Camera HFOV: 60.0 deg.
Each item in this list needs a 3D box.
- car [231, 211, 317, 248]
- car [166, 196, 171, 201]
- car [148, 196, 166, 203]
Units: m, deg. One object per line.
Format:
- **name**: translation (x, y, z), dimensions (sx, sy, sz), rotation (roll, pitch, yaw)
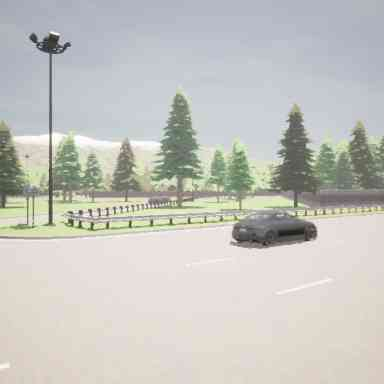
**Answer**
- **car**: translation (3.761, 1.564, 15.004), dimensions (4.181, 1.385, 1.994), rotation (0, 0, -35)
- **car**: translation (-5.586, 1.525, 69.766), dimensions (1.812, 1.442, 4.674), rotation (0, 0, 5)
- **car**: translation (-6.563, 1.491, 59.644), dimensions (2.128, 1.511, 4.902), rotation (0, 0, 6)
